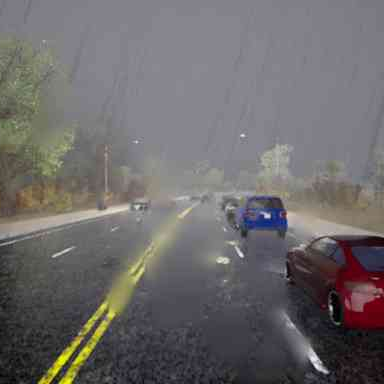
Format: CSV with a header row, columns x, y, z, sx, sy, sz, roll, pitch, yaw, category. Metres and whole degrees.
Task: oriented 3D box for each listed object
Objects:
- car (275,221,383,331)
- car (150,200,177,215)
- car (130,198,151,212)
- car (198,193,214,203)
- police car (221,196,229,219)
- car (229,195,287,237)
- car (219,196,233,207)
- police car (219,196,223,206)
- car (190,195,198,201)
x,y,z,sx,sy,sz,roll,pitch,yaw,category
3.287,1.550,6.842,1.994,1.385,4.181,0,0,1,car
-2.534,1.476,32.619,1.994,1.385,4.181,0,0,3,car
-5.567,1.389,36.986,2.128,1.511,4.902,0,0,3,car
2.584,1.289,60.663,1.837,1.490,4.892,0,0,5,car
3.865,1.430,28.686,2.038,1.542,4.974,0,0,2,police car
3.485,1.180,17.829,2.150,2.045,5.566,0,0,1,car
5.118,1.336,50.501,1.837,1.490,4.892,0,0,4,car
4.413,1.307,39.707,1.930,1.638,5.238,0,0,3,police car
0.605,1.307,73.123,1.895,1.301,4.718,0,0,6,car
